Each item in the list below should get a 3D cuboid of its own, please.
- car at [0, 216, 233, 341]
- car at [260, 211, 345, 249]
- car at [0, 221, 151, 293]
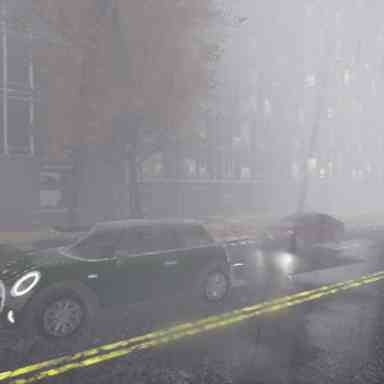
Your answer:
[{"bbox_3d":[-1.395,1.375,6.670,4.553,1.767,2.097,1,0,-35],"label":"car"},{"bbox_3d":[5.208,1.640,15.303,4.674,1.442,1.812,1,0,-36],"label":"car"},{"bbox_3d":[-3.673,1.620,9.041,4.718,1.301,1.895,1,0,-35],"label":"car"}]
